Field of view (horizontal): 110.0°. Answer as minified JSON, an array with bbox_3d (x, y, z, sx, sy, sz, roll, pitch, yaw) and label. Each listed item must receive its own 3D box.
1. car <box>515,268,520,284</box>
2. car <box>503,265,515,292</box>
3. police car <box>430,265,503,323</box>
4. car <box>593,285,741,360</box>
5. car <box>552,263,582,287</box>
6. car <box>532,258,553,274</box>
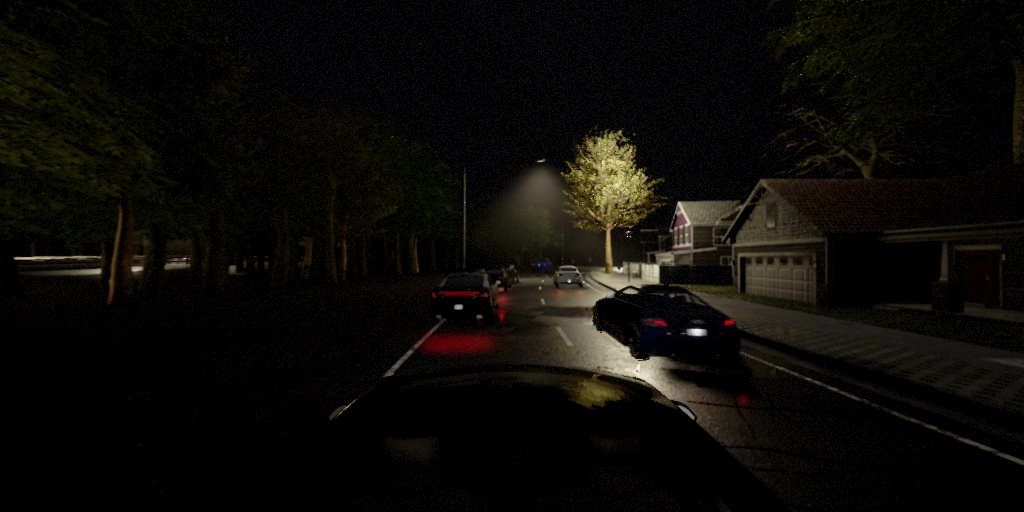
[{"bbox_3d":[-0.488,1.415,28.400,1.837,1.490,4.892,0,0,6],"label":"car"},{"bbox_3d":[-1.047,1.398,22.453,1.812,1.442,4.674,0,0,4],"label":"car"},{"bbox_3d":[-1.468,1.236,12.619,1.930,1.638,5.238,0,0,1],"label":"police car"},{"bbox_3d":[3.304,1.366,8.493,1.994,1.385,4.181,0,0,-1],"label":"car"},{"bbox_3d":[4.030,1.433,26.012,1.812,1.442,4.674,0,0,5],"label":"car"},{"bbox_3d":[4.164,1.262,48.068,2.150,2.045,5.566,0,0,16],"label":"car"}]
